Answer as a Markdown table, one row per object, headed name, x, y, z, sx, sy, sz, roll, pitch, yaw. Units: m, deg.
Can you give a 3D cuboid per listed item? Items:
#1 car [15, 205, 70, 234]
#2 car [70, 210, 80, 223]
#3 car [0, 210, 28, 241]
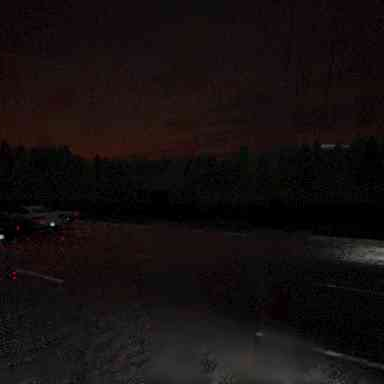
| name | x | y | z | sx | sy | sz | roll | pitch | yaw |
| --- | --- | --- | --- | --- | --- | --- | --- | --- | --- |
| car | -9.420 | 1.525 | 19.318 | 4.674 | 1.442 | 1.812 | 0 | 0 | 36 |
| car | -10.415 | 1.599 | 24.329 | 4.718 | 1.301 | 1.895 | 0 | 0 | 36 |
| car | -9.859 | 1.600 | 15.331 | 4.718 | 1.301 | 1.895 | 0 | 0 | 36 |
